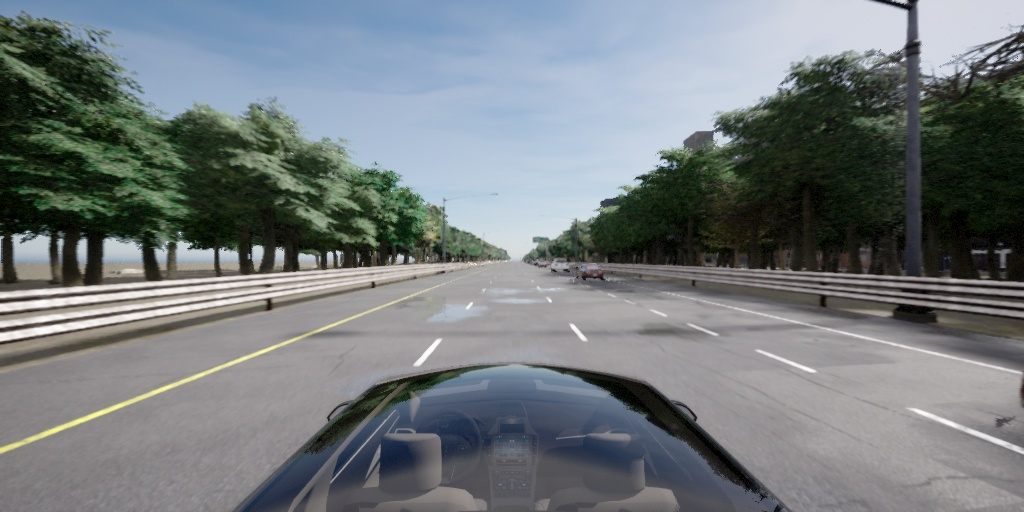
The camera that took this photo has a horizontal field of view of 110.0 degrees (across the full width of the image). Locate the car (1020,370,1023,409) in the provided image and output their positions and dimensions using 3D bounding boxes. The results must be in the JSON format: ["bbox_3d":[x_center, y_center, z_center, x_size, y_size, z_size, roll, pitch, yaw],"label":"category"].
[{"bbox_3d":[6.999,1.106,2.240,2.097,1.767,4.553,0,0,0],"label":"car"}]

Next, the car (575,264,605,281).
[{"bbox_3d":[7.036,1.477,32.639,1.812,1.442,4.674,0,-1,0],"label":"car"}]

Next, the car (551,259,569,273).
[{"bbox_3d":[7.121,1.416,53.800,2.150,2.045,5.566,0,-1,0],"label":"car"}]
